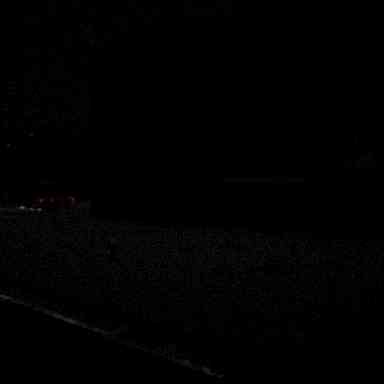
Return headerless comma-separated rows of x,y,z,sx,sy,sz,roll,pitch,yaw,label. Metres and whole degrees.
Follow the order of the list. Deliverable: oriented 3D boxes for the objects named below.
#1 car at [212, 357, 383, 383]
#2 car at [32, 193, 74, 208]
1.842,1.579,1.486,4.206,1.307,1.802,0,1,36,car
-16.166,0.902,38.771,2.097,1.767,4.553,1,2,35,car
